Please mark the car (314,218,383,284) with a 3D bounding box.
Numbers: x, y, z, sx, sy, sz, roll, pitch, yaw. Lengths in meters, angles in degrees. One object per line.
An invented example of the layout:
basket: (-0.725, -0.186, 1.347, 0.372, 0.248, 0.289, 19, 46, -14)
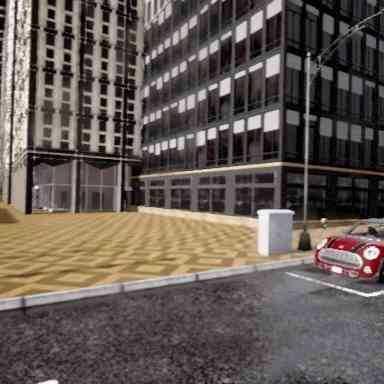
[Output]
car: (5.478, 1.516, 9.689, 4.097, 1.590, 1.967, 1, 1, -31)
